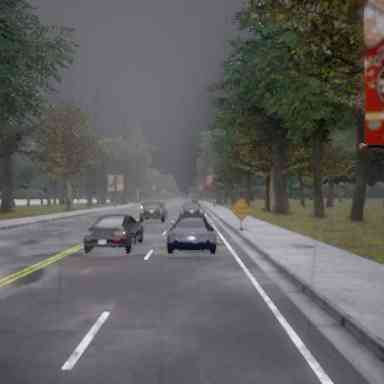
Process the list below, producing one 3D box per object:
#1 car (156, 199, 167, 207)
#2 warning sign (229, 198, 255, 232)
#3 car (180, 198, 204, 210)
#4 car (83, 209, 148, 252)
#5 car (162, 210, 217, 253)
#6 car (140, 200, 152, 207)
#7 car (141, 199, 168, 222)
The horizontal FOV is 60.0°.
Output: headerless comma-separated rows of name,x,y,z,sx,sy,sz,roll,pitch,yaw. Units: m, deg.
car,-6.559,2.315,71.796,1.837,1.490,4.892,0,-1,0
warning sign,2.818,1.305,19.014,1.300,1.860,1.060,-1,-2,0
car,-0.020,1.647,29.095,2.097,1.767,4.553,0,-1,0
car,-3.255,1.668,14.388,1.812,1.442,4.674,0,0,0
car,-0.006,1.706,14.334,1.994,1.385,4.181,0,-1,0
car,-9.809,2.410,71.763,1.895,1.301,4.718,0,-1,0
car,-3.271,1.647,29.091,2.097,1.767,4.553,0,-1,0
